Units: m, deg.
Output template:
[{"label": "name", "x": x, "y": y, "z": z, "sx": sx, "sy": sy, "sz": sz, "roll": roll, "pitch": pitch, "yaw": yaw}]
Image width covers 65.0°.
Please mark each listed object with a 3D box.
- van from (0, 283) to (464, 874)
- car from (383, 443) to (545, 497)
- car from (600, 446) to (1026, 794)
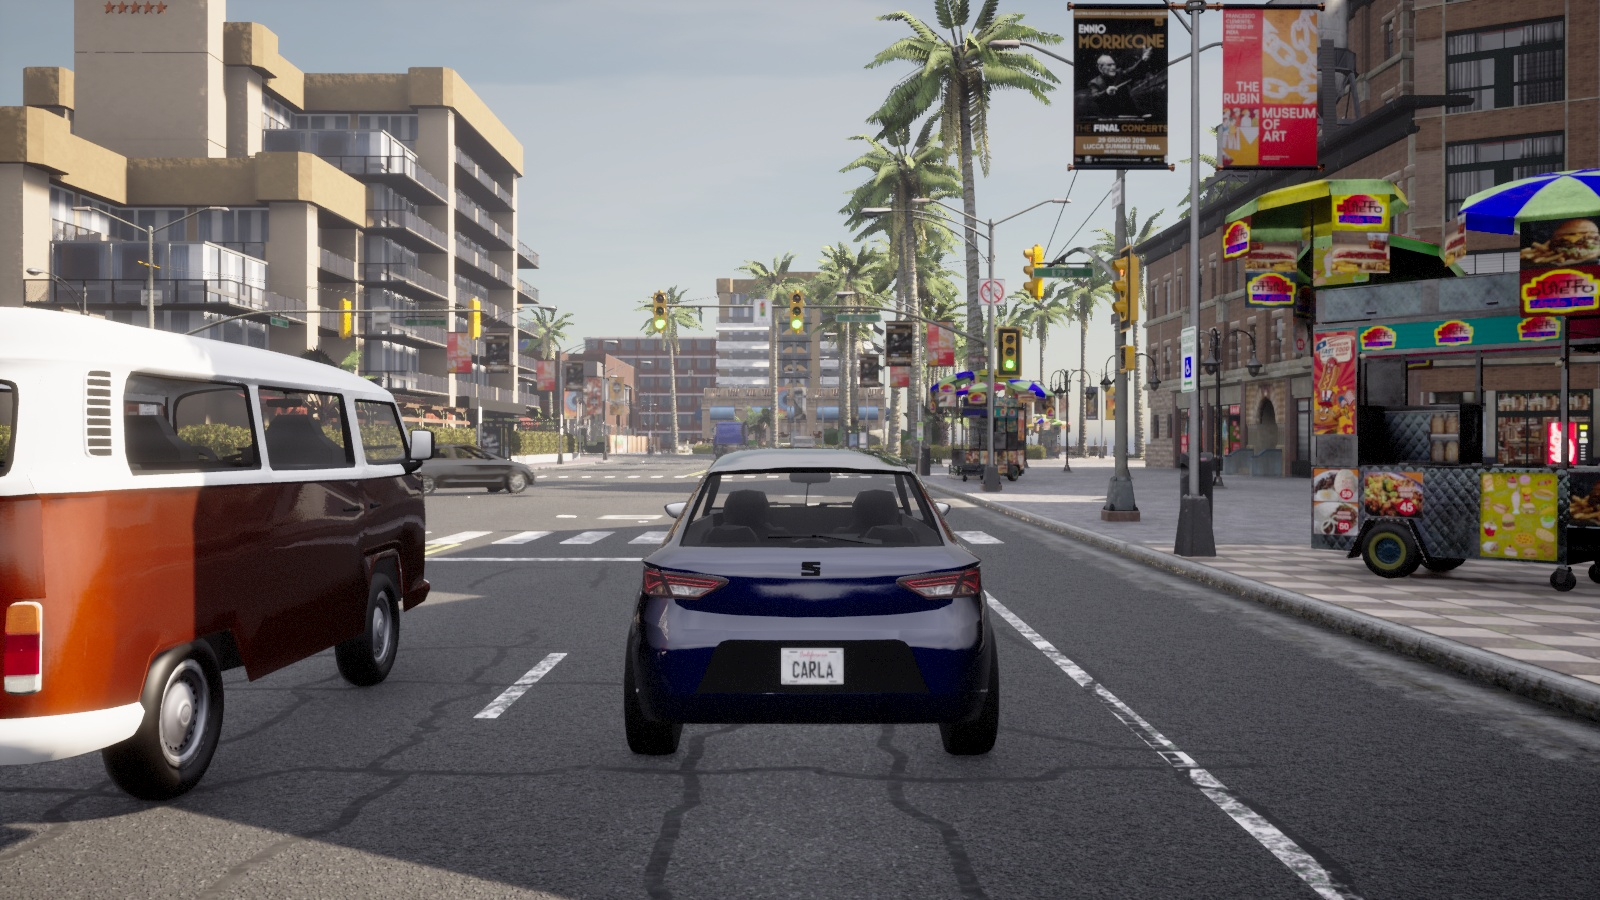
[{"label": "van", "x": -3.399, "y": 0.430, "z": 6.569, "sx": 2.069, "sy": 2.038, "sz": 4.480, "roll": 0, "pitch": 0, "yaw": 0}, {"label": "car", "x": -9.786, "y": 0.545, "z": 36.689, "sx": 4.193, "sy": 1.474, "sz": 1.816, "roll": 0, "pitch": 1, "yaw": -37}, {"label": "car", "x": 0.049, "y": 0.718, "z": 7.449, "sx": 1.816, "sy": 1.474, "sz": 4.193, "roll": 0, "pitch": 0, "yaw": 0}]
